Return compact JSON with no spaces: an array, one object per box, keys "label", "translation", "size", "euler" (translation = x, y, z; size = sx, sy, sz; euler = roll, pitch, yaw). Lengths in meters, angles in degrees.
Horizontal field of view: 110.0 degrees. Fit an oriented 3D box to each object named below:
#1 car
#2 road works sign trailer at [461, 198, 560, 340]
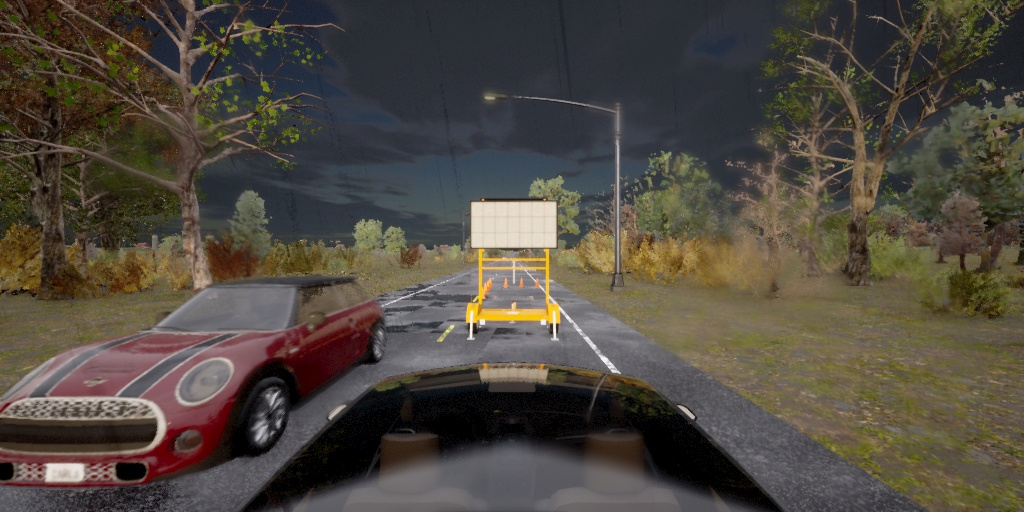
[{"label":"car","translation":[-3.483,1.102,5.047],"size":[2.097,1.767,4.553],"euler":[0,0,0]},{"label":"road works sign trailer","translation":[0.055,0.211,9.930],"size":[2.380,3.560,2.880],"euler":[0,0,2]}]
